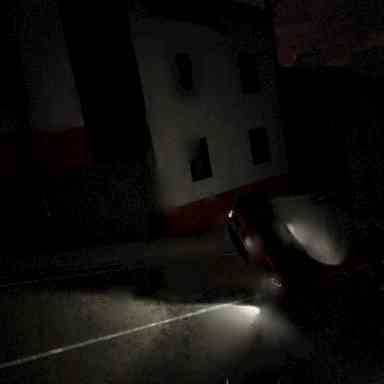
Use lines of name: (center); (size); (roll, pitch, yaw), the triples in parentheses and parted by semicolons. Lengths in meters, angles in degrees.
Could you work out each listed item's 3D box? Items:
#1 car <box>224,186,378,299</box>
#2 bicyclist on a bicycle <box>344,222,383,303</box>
car: (2.539, 1.297, 8.192); (4.553, 2.097, 1.767); (-3, -40, -41)
bicyclist on a bicycle: (3.566, 1.409, 6.238); (0.582, 1.620, 1.656); (0, 0, -28)
